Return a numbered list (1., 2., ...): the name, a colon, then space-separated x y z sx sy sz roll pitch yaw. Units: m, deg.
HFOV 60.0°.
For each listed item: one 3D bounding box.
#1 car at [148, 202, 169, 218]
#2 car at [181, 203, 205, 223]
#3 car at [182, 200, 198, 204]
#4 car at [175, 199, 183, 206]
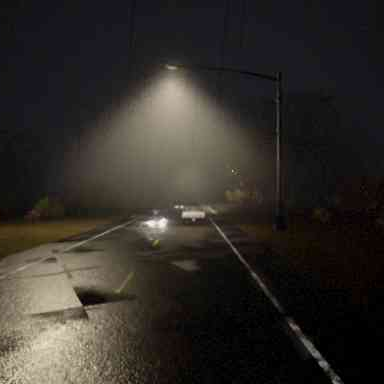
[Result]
1. car: -3.548 1.869 35.427 2.128 1.511 4.902 0 -1 0
2. car: 0.133 1.902 28.267 1.895 1.301 4.718 0 -1 0
3. car: 0.127 1.960 43.802 2.128 1.511 4.902 0 -1 1
4. car: -2.679 2.308 73.774 2.128 1.511 4.902 0 -1 3
